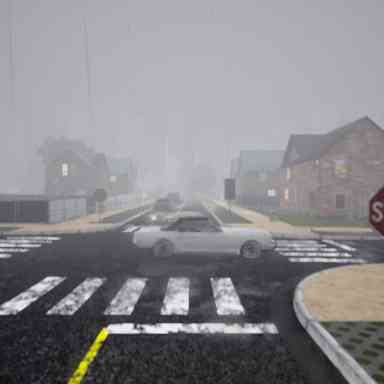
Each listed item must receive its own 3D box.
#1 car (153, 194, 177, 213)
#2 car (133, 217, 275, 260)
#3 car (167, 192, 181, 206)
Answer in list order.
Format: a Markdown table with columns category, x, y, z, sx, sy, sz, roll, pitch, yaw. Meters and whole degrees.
| category | x | y | z | sx | sy | sz | roll | pitch | yaw |
| --- | --- | --- | --- | --- | --- | --- | --- | --- | --- |
| car | -2.861 | 1.306 | 33.827 | 1.882 | 1.535 | 5.008 | 0 | 0 | 0 |
| car | 0.430 | 1.556 | 11.731 | 4.718 | 1.301 | 1.895 | 1 | 0 | 0 |
| car | -2.850 | 0.972 | 50.725 | 2.150 | 2.045 | 5.566 | 0 | 0 | 0 |
